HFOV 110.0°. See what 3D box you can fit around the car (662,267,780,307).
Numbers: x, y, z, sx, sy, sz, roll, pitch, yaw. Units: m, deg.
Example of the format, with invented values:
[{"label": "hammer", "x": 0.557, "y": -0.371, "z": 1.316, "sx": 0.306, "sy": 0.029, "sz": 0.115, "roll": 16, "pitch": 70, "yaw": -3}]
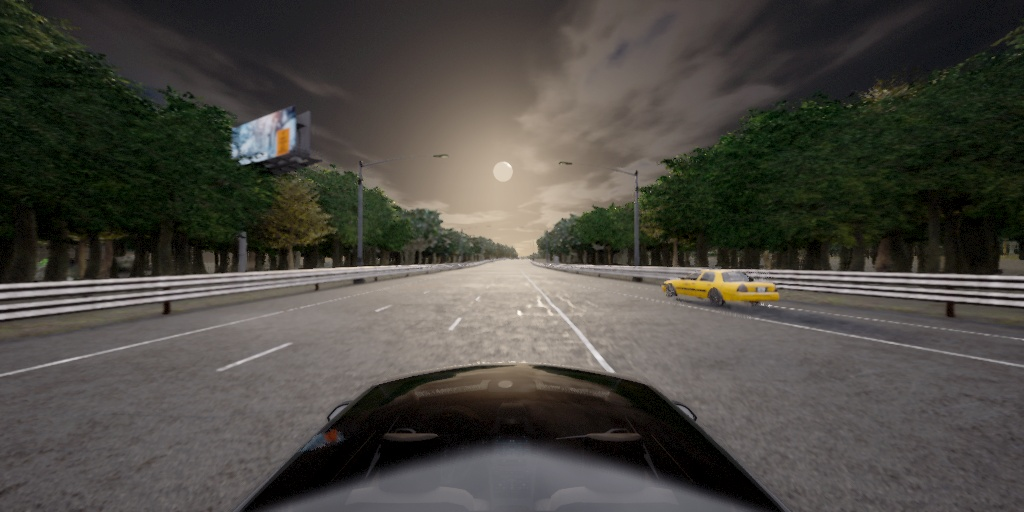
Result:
[{"label": "car", "x": 8.646, "y": 1.253, "z": 15.581, "sx": 1.801, "sy": 1.575, "sz": 5.366, "roll": 0, "pitch": -1, "yaw": -10}]
